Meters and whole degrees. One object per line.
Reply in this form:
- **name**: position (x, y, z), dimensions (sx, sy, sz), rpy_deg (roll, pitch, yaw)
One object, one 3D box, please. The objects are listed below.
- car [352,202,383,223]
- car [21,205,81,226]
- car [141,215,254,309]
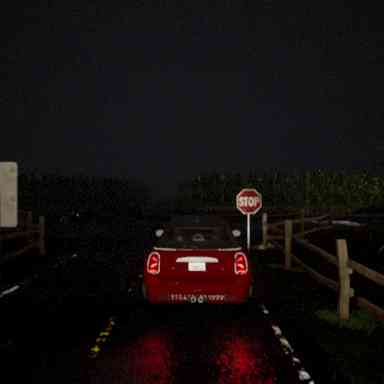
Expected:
- **car**: position (13.732, 1.445, 23.718), dimensions (4.181, 1.385, 1.994), rpy_deg (0, 0, 0)
- **car**: position (-10.150, 1.616, 23.721), dimensions (4.181, 1.385, 1.994), rpy_deg (0, 0, 0)
- **car**: position (0.145, 1.351, 8.062), dimensions (2.097, 1.767, 4.553), rpy_deg (0, 0, 1)
